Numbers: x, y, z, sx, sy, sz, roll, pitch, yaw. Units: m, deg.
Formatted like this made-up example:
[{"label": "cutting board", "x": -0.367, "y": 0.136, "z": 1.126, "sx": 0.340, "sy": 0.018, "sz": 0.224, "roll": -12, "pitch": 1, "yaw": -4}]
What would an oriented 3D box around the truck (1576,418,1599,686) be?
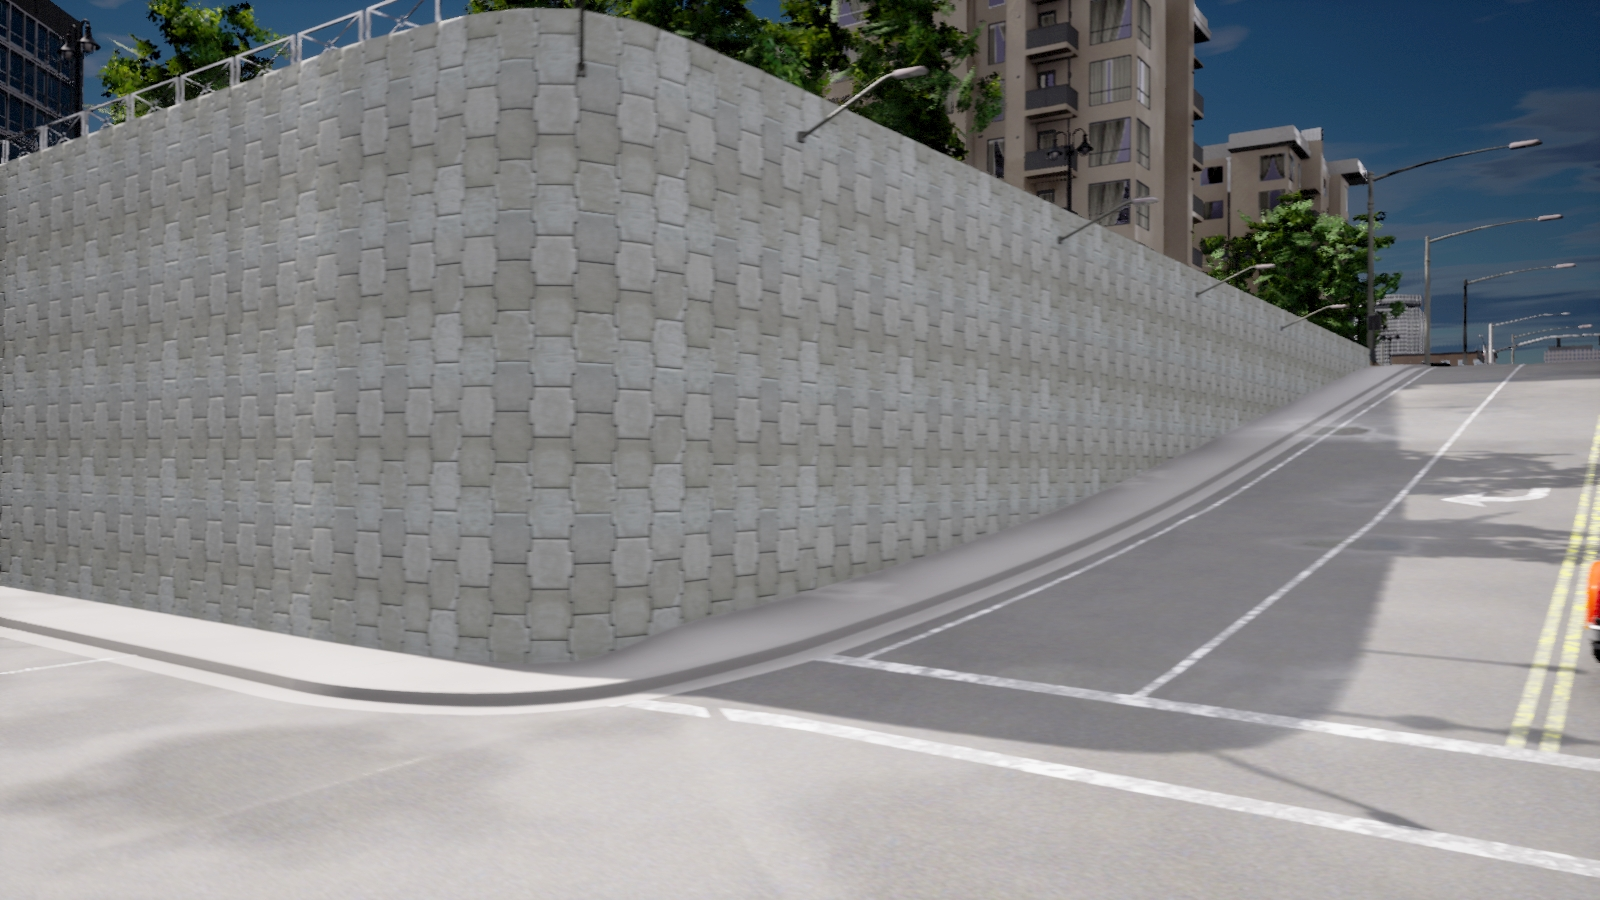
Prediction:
[{"label": "truck", "x": 10.613, "y": 0.993, "z": 13.038, "sx": 2.627, "sy": 2.467, "sz": 5.204, "roll": 1, "pitch": 5, "yaw": 37}]
